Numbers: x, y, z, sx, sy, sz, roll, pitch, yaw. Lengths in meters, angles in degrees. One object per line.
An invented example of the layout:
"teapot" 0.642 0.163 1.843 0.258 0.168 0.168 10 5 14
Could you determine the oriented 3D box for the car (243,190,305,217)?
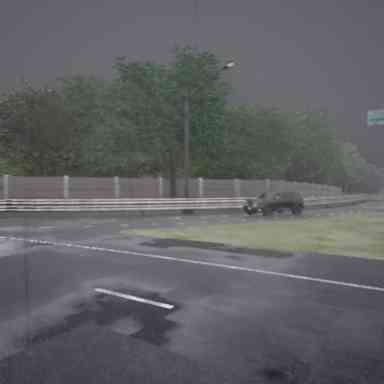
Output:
"car" 6.787 0.896 27.265 5.566 2.045 2.150 0 1 -32
